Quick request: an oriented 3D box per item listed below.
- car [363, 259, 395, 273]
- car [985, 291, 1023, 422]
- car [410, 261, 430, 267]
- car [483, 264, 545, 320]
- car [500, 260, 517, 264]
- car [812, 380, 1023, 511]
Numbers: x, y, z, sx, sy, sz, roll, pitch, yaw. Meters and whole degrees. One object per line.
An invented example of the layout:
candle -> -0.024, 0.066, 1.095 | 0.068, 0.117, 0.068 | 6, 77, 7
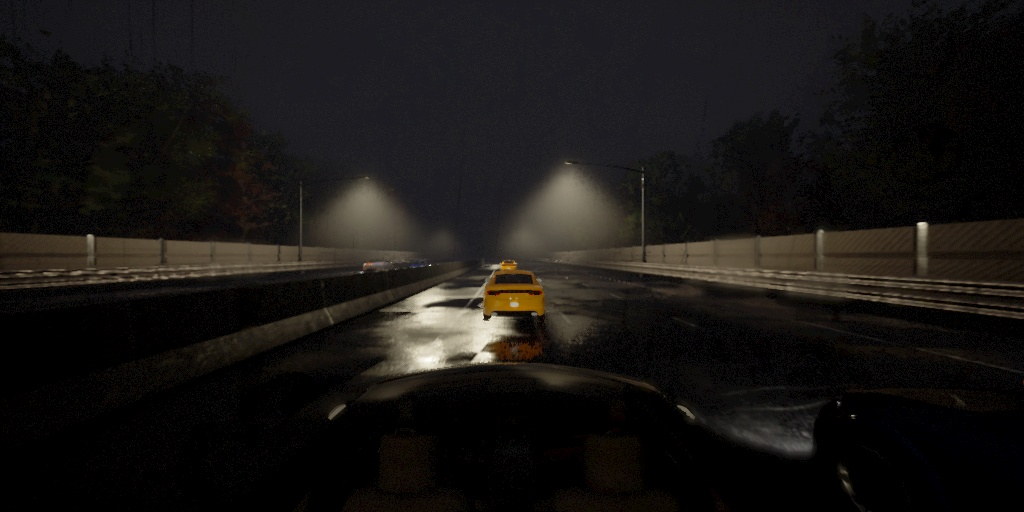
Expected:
car -> -14.516, 1.311, 39.732 | 2.033, 1.411, 5.357 | 0, 0, -1
car -> 7.092, 1.226, 2.155 | 1.882, 1.535, 5.008 | 0, 0, 0
car -> -11.098, 1.290, 43.559 | 1.812, 1.442, 4.674 | 0, 0, -1
car -> 0.055, 1.232, 12.680 | 1.882, 1.535, 5.008 | 0, 0, 0
car -> -0.410, 1.244, 43.514 | 1.882, 1.535, 5.008 | 0, 0, -1
car -> 3.591, 1.313, 1.359 | 1.994, 1.385, 4.181 | 0, 0, 0
